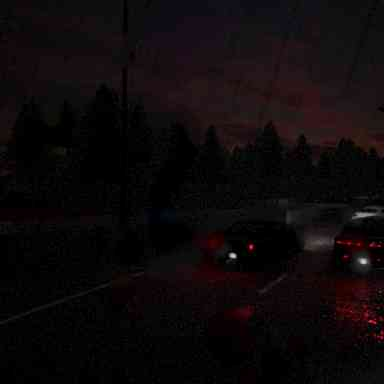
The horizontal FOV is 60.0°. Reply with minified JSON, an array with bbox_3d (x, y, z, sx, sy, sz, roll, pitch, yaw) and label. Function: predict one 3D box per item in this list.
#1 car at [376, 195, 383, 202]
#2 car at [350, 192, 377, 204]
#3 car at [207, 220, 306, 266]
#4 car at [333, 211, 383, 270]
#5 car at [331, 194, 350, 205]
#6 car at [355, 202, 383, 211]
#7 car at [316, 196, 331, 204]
[{"bbox_3d":[31.562,1.414,52.887,4.674,1.442,1.812,-1,1,-40],"label":"car"},{"bbox_3d":[29.139,1.128,55.409,5.566,2.045,2.150,-1,1,-40],"label":"car"},{"bbox_3d":[2.577,1.679,12.041,1.895,1.301,4.718,0,0,36],"label":"car"},{"bbox_3d":[5.992,1.584,10.753,1.837,1.490,4.892,0,0,37],"label":"car"},{"bbox_3d":[26.858,1.273,58.061,4.553,1.767,2.097,-1,1,-40],"label":"car"},{"bbox_3d":[12.695,1.674,22.756,4.674,1.442,1.812,0,0,-40],"label":"car"},{"bbox_3d":[24.408,1.442,60.558,4.892,1.490,1.837,-2,1,-40],"label":"car"}]
